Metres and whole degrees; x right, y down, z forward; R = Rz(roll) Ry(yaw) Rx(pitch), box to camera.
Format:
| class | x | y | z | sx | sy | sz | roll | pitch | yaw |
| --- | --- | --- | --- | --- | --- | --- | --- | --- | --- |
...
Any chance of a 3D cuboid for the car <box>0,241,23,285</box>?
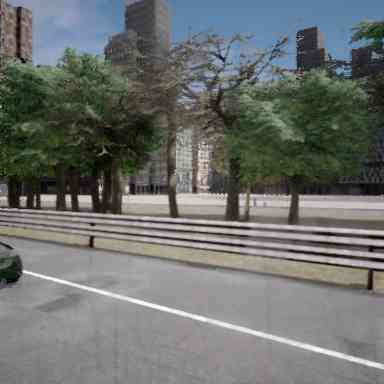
| class | x | y | z | sx | sy | sz | roll | pitch | yaw |
| --- | --- | --- | --- | --- | --- | --- | --- | --- | --- |
| car | -6.088 | 1.558 | 8.291 | 4.181 | 1.385 | 1.994 | 0 | 0 | 35 |
